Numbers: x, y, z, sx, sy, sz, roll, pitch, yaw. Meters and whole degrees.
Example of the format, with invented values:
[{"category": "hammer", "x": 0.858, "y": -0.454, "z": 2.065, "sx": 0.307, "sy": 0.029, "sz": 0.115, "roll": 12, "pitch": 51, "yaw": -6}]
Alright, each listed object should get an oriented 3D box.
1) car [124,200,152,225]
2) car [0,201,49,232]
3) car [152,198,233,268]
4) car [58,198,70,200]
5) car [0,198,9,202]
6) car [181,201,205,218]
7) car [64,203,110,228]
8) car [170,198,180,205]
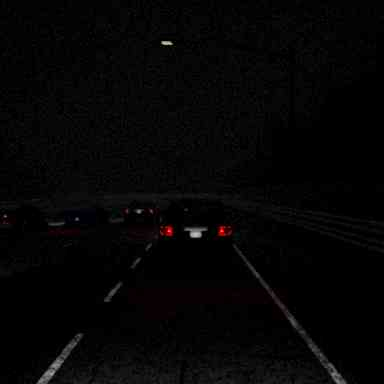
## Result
[{"category": "car", "x": -3.509, "y": 1.368, "z": 24.137, "sx": 2.097, "sy": 1.767, "sz": 4.553, "roll": 0, "pitch": 0, "yaw": 0}, {"category": "car", "x": -10.408, "y": 1.503, "z": 20.256, "sx": 1.837, "sy": 1.490, "sz": 4.892, "roll": 0, "pitch": 0, "yaw": 0}, {"category": "car", "x": 0.096, "y": 1.199, "z": 11.365, "sx": 2.150, "sy": 2.045, "sz": 5.566, "roll": 0, "pitch": 0, "yaw": 0}, {"category": "car", "x": -21.068, "y": 1.796, "z": 54.331, "sx": 2.128, "sy": 1.511, "sz": 4.902, "roll": 0, "pitch": -1, "yaw": 0}, {"category": "car", "x": -28.065, "y": 1.590, "z": 47.859, "sx": 2.097, "sy": 1.767, "sz": 4.553, "roll": 0, "pitch": -1, "yaw": 1}, {"category": "car", "x": 0.088, "y": 1.624, "z": 31.770, "sx": 2.033, "sy": 1.411, "sz": 5.357, "roll": 0, "pitch": -1, "yaw": 0}, {"category": "car", "x": -6.908, "y": 1.486, "z": 22.425, "sx": 1.882, "sy": 1.535, "sz": 5.008, "roll": 0, "pitch": 0, "yaw": 0}, {"category": "car", "x": -3.527, "y": 2.030, "z": 69.880, "sx": 1.994, "sy": 1.385, "sz": 4.181, "roll": 0, "pitch": -1, "yaw": 0}]
